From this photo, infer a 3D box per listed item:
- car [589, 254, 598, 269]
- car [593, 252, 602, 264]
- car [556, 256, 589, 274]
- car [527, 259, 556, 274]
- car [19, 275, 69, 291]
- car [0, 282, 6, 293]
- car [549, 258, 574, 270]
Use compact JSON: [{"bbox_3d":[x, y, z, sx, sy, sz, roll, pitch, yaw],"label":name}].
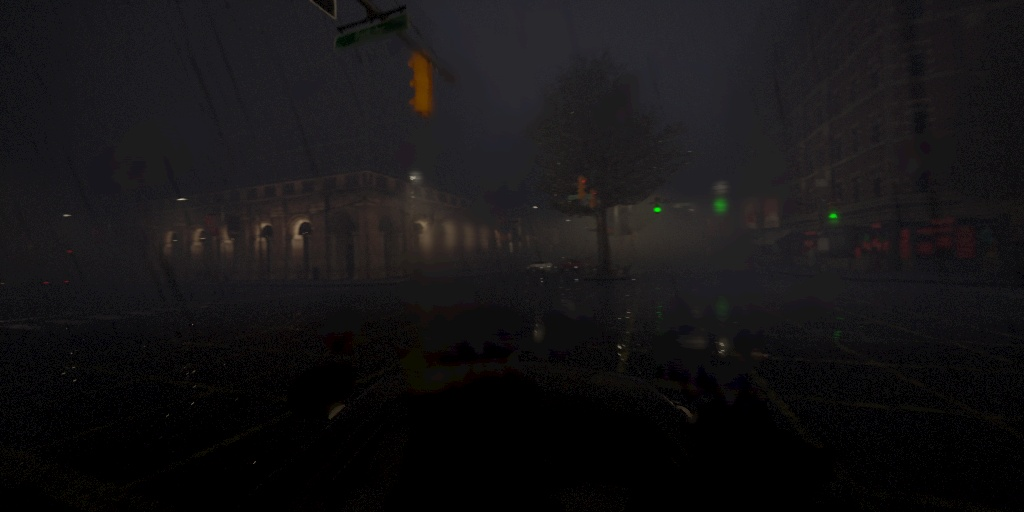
[{"bbox_3d":[9.383,0.891,44.522,1.812,1.442,4.674,-2,0,21],"label":"car"},{"bbox_3d":[13.157,0.448,54.373,2.150,2.045,5.566,-2,0,21],"label":"car"},{"bbox_3d":[6.162,1.008,36.186,1.812,1.442,4.674,-2,0,21],"label":"car"},{"bbox_3d":[2.980,1.103,37.635,1.812,1.442,4.674,-2,0,21],"label":"car"},{"bbox_3d":[-46.603,2.657,35.743,5.357,1.411,2.033,-2,0,21],"label":"car"},{"bbox_3d":[-48.454,2.699,32.715,4.674,1.442,1.812,-2,0,21],"label":"car"},{"bbox_3d":[6.489,0.997,46.703,2.033,1.411,5.357,-2,0,21],"label":"car"}]
